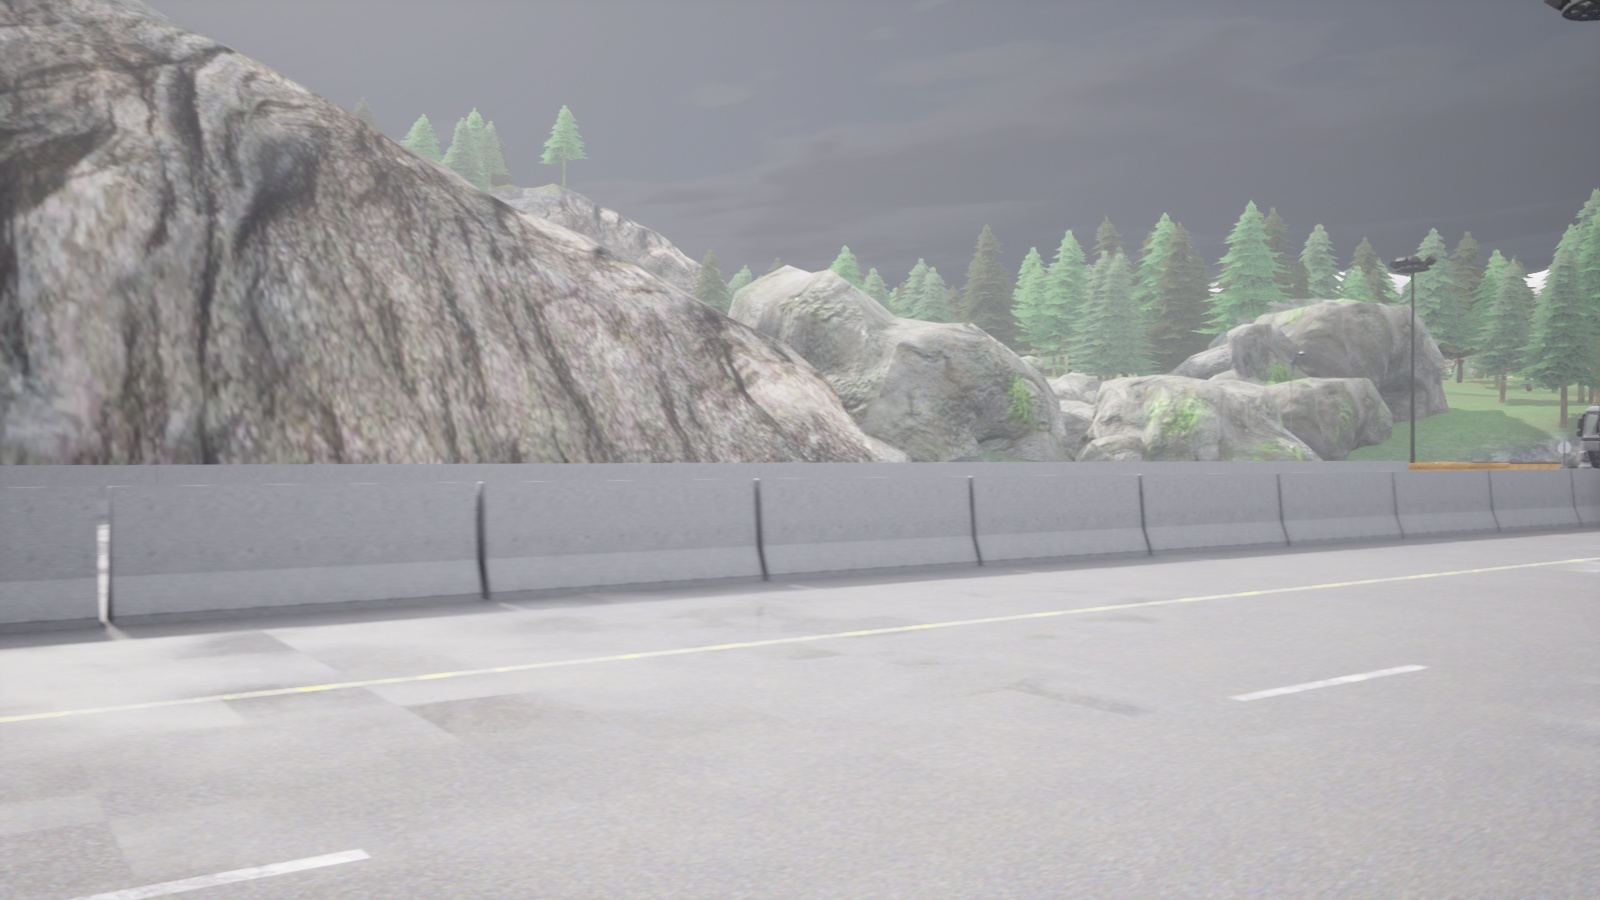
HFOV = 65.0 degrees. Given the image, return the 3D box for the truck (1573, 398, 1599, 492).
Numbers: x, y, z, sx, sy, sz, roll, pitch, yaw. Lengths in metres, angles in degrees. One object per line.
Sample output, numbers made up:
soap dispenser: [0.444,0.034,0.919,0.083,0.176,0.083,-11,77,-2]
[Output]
truck: [32.900,-0.190,47.884,7.936,3.462,2.891,0,0,-35]
